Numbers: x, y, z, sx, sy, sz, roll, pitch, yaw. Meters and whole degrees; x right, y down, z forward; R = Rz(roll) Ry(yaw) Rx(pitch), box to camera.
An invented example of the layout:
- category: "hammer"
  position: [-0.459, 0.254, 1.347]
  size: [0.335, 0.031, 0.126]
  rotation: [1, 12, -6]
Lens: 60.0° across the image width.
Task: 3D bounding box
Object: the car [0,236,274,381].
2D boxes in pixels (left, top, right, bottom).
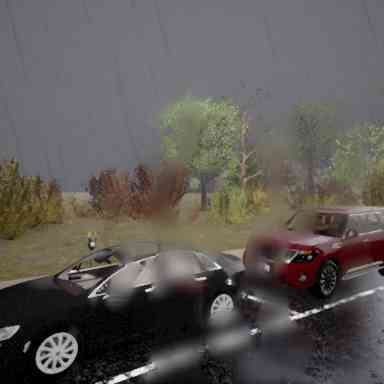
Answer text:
- category: "car"
  position: [-0.987, 1.551, 5.382]
  size: [4.403, 1.369, 2.008]
  rotation: [0, 1, -35]

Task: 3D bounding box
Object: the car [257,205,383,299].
- category: "car"
  position: [3.622, 1.314, 8.656]
  size: [5.009, 1.841, 2.192]
  rotation: [0, 1, -35]
